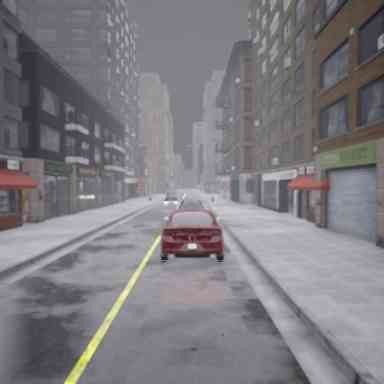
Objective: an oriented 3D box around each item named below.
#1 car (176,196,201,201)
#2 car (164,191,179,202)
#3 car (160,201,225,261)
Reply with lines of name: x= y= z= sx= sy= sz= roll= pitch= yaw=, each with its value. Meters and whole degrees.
car: x=-0.048 y=1.141 z=26.557 sx=1.895 sy=1.301 sz=4.718 roll=0 pitch=1 yaw=0
car: x=-3.040 y=0.631 z=49.791 sx=1.837 sy=1.490 sz=4.892 roll=0 pitch=2 yaw=0
car: x=0.014 y=1.281 z=11.470 sx=1.882 sy=1.535 sz=5.008 roll=0 pitch=1 yaw=0
